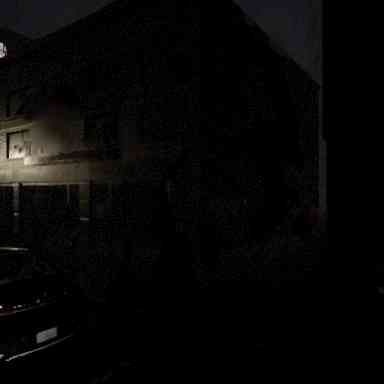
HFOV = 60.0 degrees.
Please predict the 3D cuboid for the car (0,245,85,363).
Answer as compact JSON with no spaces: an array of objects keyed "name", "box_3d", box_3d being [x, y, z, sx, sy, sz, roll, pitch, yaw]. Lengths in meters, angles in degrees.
[{"name":"car","box_3d":[-3.587,1.553,5.426,4.403,1.369,2.008,0,0,35]}]
